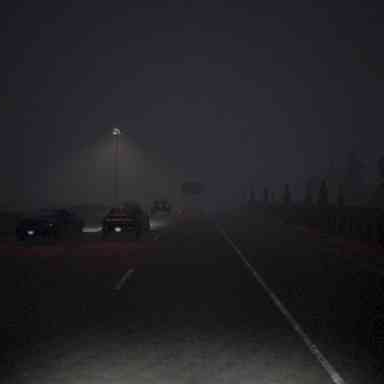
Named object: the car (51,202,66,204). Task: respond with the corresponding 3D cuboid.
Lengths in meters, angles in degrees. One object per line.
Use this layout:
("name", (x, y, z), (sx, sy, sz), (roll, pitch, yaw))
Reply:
("car", (-21.056, 2.500, 52.458), (2.150, 2.045, 5.566), (0, -5, 0))

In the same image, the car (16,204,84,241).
("car", (-6.900, 1.537, 16.541), (1.812, 1.442, 4.674), (0, 0, 0))

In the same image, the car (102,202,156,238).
("car", (-3.400, 1.504, 17.700), (2.128, 1.511, 4.902), (0, 0, 0))

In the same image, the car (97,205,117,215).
("car", (-14.059, 3.055, 55.367), (1.882, 1.535, 5.008), (0, -6, 0))

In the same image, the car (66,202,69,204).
("car", (-17.562, 2.737, 51.961), (1.837, 1.490, 4.892), (0, -5, 0))

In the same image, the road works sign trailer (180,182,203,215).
("road works sign trailer", (0.060, 0.676, 36.746), (2.380, 3.560, 2.880), (0, -2, 3))

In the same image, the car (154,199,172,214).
("car", (-3.400, 1.605, 37.744), (2.097, 1.767, 4.553), (0, -2, 0))
